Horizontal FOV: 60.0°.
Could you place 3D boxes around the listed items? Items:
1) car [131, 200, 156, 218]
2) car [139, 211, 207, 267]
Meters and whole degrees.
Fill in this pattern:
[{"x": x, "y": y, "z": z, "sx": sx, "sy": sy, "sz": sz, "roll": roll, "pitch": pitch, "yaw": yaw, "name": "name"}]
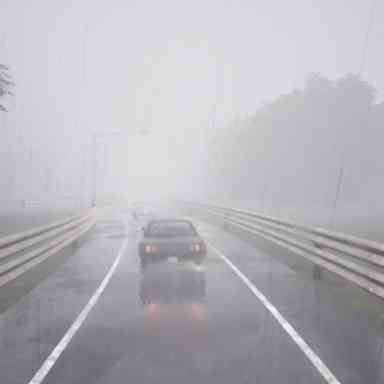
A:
[{"x": -4.218, "y": 1.425, "z": 28.828, "sx": 1.812, "sy": 1.442, "sz": 4.674, "roll": 0, "pitch": 0, "yaw": -14, "name": "car"}, {"x": -0.763, "y": 1.567, "z": 11.356, "sx": 1.895, "sy": 1.301, "sz": 4.718, "roll": 0, "pitch": 0, "yaw": -6, "name": "car"}]
